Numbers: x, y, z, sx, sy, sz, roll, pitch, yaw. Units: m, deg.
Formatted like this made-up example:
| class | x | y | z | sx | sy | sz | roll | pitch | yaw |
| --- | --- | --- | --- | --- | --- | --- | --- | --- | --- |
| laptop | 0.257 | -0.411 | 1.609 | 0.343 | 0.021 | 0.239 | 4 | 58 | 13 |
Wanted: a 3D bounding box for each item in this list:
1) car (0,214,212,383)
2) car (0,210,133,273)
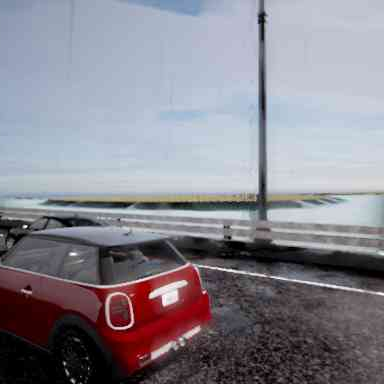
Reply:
| class | x | y | z | sx | sy | sz | roll | pitch | yaw |
| --- | --- | --- | --- | --- | --- | --- | --- | --- | --- |
| car | -2.001 | 1.361 | 5.436 | 4.553 | 1.767 | 2.097 | 0 | 0 | 36 |
| car | -4.522 | 1.498 | 11.555 | 5.008 | 1.535 | 1.882 | 0 | 0 | 36 |
